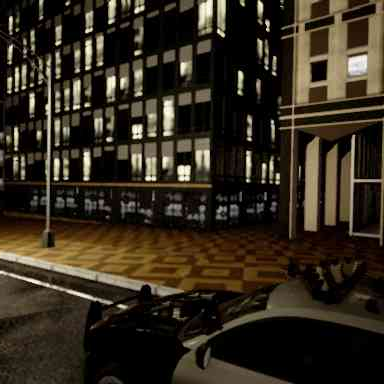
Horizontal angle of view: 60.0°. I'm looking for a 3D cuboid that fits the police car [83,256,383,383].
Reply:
[{"bbox_3d":[1.082,1.426,2.792,5.238,1.638,1.930,0,0,36],"label":"police car"}]
